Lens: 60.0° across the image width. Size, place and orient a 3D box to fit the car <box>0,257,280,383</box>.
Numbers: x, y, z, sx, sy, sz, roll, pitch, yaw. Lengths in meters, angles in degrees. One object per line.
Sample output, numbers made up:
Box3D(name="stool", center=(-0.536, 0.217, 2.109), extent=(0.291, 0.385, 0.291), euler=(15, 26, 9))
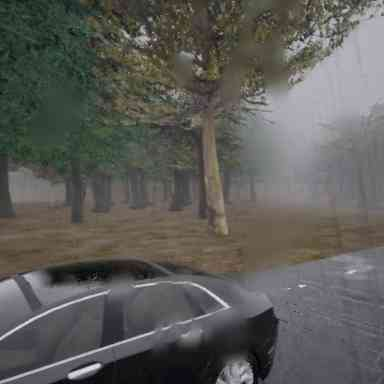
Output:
Box3D(name="car", center=(-1.241, 1.505, 3.144), extent=(4.892, 1.490, 1.837), euler=(0, 0, -36))
